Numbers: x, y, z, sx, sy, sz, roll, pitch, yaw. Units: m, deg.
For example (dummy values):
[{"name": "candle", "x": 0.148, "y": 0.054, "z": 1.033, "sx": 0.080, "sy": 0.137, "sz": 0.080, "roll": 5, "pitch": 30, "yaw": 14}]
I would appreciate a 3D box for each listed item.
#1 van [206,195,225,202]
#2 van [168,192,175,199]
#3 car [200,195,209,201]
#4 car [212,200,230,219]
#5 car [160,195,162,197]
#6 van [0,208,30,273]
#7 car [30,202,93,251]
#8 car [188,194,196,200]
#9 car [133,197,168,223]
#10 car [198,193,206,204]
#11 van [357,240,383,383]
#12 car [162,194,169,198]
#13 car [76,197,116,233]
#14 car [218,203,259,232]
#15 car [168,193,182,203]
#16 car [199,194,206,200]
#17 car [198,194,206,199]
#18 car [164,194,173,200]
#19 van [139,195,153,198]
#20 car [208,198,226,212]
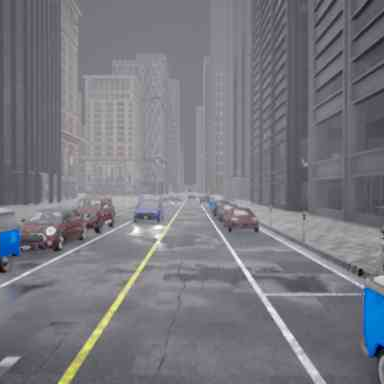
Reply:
[{"name": "van", "x": 2.761, "y": 1.229, "z": 36.135, "sx": 1.690, "sy": 1.788, "sz": 3.998, "roll": 0, "pitch": 0, "yaw": 0}, {"name": "van", "x": -5.761, "y": 1.034, "z": 92.541, "sx": 1.690, "sy": 1.788, "sz": 3.998, "roll": 0, "pitch": 0, "yaw": 0}, {"name": "car", "x": 2.764, "y": 1.324, "z": 75.620, "sx": 1.947, "sy": 1.339, "sz": 4.313, "roll": 0, "pitch": 0, "yaw": 0}, {"name": "car", "x": 2.761, "y": 1.505, "z": 24.854, "sx": 1.802, "sy": 1.307, "sz": 4.206, "roll": 0, "pitch": 0, "yaw": 0}, {"name": "car", "x": -5.763, "y": 1.397, "z": 47.415, "sx": 1.887, "sy": 1.381, "sz": 4.507, "roll": 0, "pitch": 0, "yaw": 0}, {"name": "van", "x": -5.766, "y": 1.316, "z": 7.927, "sx": 1.690, "sy": 1.788, "sz": 3.998, "roll": 0, "pitch": 0, "yaw": 0}, {"name": "car", "x": -5.765, "y": 1.398, "z": 13.568, "sx": 1.967, "sy": 1.590, "sz": 4.097, "roll": 0, "pitch": 0, "yaw": 0}, {"name": "car", "x": 0.004, "y": 1.205, "z": 78.709, "sx": 2.128, "sy": 1.511, "sz": 4.902, "roll": 0, "pitch": 0, "yaw": 0}, {"name": "car", "x": -3.098, "y": 1.401, "z": 24.717, "sx": 1.882, "sy": 1.535, "sz": 5.008, "roll": 0, "pitch": 0, "yaw": 0}, {"name": "car", "x": 2.358, "y": 1.315, "z": 60.434, "sx": 1.837, "sy": 1.490, "sz": 4.892, "roll": 0, "pitch": 0, "yaw": 0}, {"name": "van", "x": 2.759, "y": 1.334, "z": 2.291, "sx": 1.690, "sy": 1.788, "sz": 3.998, "roll": 0, "pitch": 0, "yaw": 0}, {"name": "car", "x": -5.762, "y": 1.218, "z": 69.977, "sx": 1.967, "sy": 1.590, "sz": 4.097, "roll": 0, "pitch": 0, "yaw": 0}, {"name": "car", "x": -5.766, "y": 1.255, "z": 19.210, "sx": 2.192, "sy": 1.841, "sz": 5.009, "roll": 0, "pitch": 0, "yaw": 0}, {"name": "car", "x": 2.761, "y": 1.523, "z": 19.214, "sx": 1.802, "sy": 1.307, "sz": 4.206, "roll": 0, "pitch": 0, "yaw": 0}, {"name": "car", "x": -3.004, "y": 1.336, "z": 65.879, "sx": 2.033, "sy": 1.411, "sz": 5.357, "roll": 0, "pitch": 0, "yaw": 0}, {"name": "car", "x": 2.765, "y": 1.240, "z": 87.071, "sx": 1.752, "sy": 1.417, "sz": 4.829, "roll": 0, "pitch": 0, "yaw": 0}, {"name": "car", "x": 2.765, "y": 1.244, "z": 92.542, "sx": 2.008, "sy": 1.369, "sz": 4.403, "roll": 0, "pitch": 0, "yaw": 0}, {"name": "car", "x": -5.761, "y": 1.302, "z": 81.260, "sx": 1.947, "sy": 1.339, "sz": 4.313, "roll": 0, "pitch": 0, "yaw": 0}, {"name": "van", "x": -5.764, "y": 1.211, "z": 41.773, "sx": 1.690, "sy": 1.788, "sz": 3.998, "roll": 0, "pitch": 0, "yaw": 0}, {"name": "car", "x": 2.761, "y": 1.471, "z": 30.495, "sx": 1.947, "sy": 1.339, "sz": 4.313, "roll": 0, "pitch": 0, "yaw": 0}]
